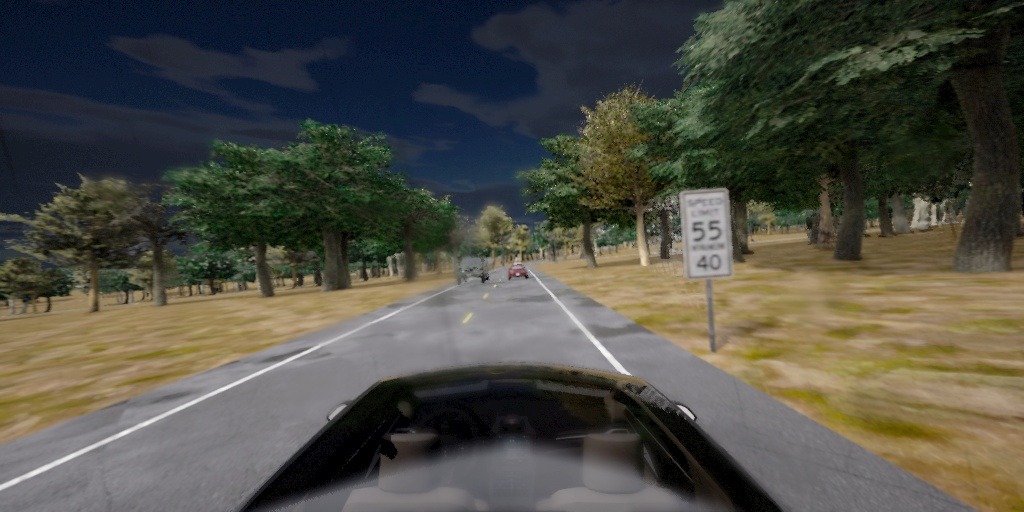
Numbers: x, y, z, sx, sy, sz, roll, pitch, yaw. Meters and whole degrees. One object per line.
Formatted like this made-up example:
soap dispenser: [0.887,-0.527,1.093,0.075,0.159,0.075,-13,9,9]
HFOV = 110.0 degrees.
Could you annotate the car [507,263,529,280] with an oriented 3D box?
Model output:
car: [0.572,1.493,34.940,1.812,1.442,4.674,-4,0,1]

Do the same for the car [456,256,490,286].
car: [-3.081,1.037,28.850,2.150,2.045,5.566,-4,0,1]
